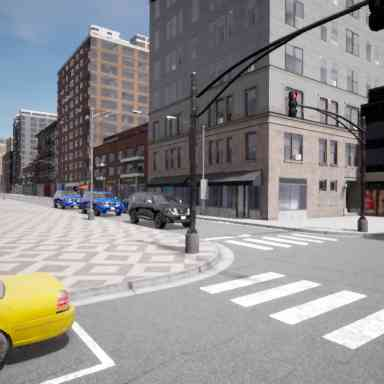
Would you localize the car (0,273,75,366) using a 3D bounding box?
[{"bbox_3d":[-3.972,1.525,3.919,4.829,1.417,1.752,0,1,-36],"label":"car"}]

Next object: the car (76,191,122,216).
[{"bbox_3d":[-8.008,0.960,29.193,2.150,2.045,5.566,1,0,-35],"label":"car"}]

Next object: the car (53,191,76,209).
[{"bbox_3d":[-14.205,0.861,37.977,2.150,2.045,5.566,1,0,-35],"label":"car"}]

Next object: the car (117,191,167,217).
[{"bbox_3d":[-4.606,1.005,29.940,2.150,2.045,5.566,1,0,-35],"label":"car"}]

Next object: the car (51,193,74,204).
[{"bbox_3d":[-20.342,1.026,52.160,2.128,1.511,4.902,1,0,-35],"label":"car"}]

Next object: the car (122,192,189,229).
[{"bbox_3d":[-2.064,1.053,20.784,2.150,2.045,5.566,1,0,-35],"label":"car"}]
